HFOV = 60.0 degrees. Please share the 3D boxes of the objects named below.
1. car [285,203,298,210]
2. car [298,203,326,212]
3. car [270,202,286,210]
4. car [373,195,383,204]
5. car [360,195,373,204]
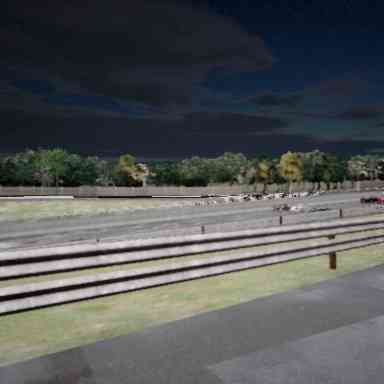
[{"bbox_3d":[17.185,2.444,51.167,4.674,1.442,1.812,-4,2,-28],"label":"car"},{"bbox_3d":[18.105,2.492,47.685,4.902,1.511,2.128,-4,2,-28],"label":"car"},{"bbox_3d":[14.770,2.435,53.840,4.892,1.490,1.837,-4,2,-28],"label":"car"},{"bbox_3d":[36.542,1.268,61.644,4.553,1.767,2.097,-3,2,-28],"label":"car"},{"bbox_3d":[34.920,1.373,64.747,5.008,1.535,1.882,-3,2,-28],"label":"car"}]
